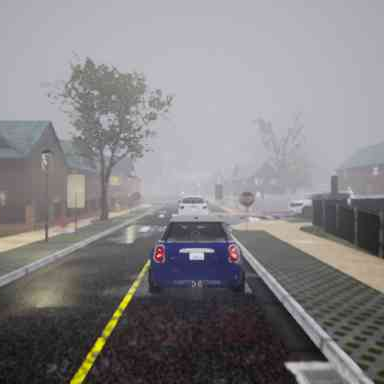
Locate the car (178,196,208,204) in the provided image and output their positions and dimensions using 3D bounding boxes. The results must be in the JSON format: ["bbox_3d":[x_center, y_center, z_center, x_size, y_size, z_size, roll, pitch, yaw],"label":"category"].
[{"bbox_3d":[0.096,1.290,26.697,2.150,2.045,5.566,0,0,0],"label":"car"}]

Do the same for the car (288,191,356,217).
[{"bbox_3d":[11.063,0.997,28.115,5.566,2.045,2.150,-2,0,-2],"label":"car"}]

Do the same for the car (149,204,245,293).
[{"bbox_3d":[0.100,1.379,9.105,2.097,1.767,4.553,0,0,0],"label":"car"}]
